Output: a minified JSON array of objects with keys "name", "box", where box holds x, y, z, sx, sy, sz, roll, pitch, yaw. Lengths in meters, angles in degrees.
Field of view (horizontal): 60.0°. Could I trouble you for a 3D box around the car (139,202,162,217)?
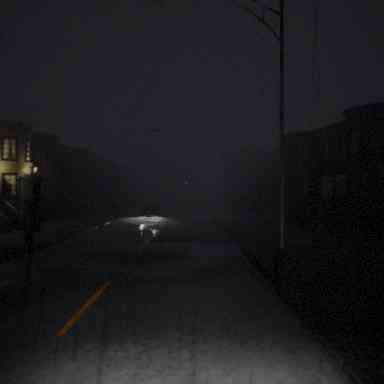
[{"name":"car","box":[-4.093,1.707,33.566,1.994,1.385,4.181,0,0,0]}]
